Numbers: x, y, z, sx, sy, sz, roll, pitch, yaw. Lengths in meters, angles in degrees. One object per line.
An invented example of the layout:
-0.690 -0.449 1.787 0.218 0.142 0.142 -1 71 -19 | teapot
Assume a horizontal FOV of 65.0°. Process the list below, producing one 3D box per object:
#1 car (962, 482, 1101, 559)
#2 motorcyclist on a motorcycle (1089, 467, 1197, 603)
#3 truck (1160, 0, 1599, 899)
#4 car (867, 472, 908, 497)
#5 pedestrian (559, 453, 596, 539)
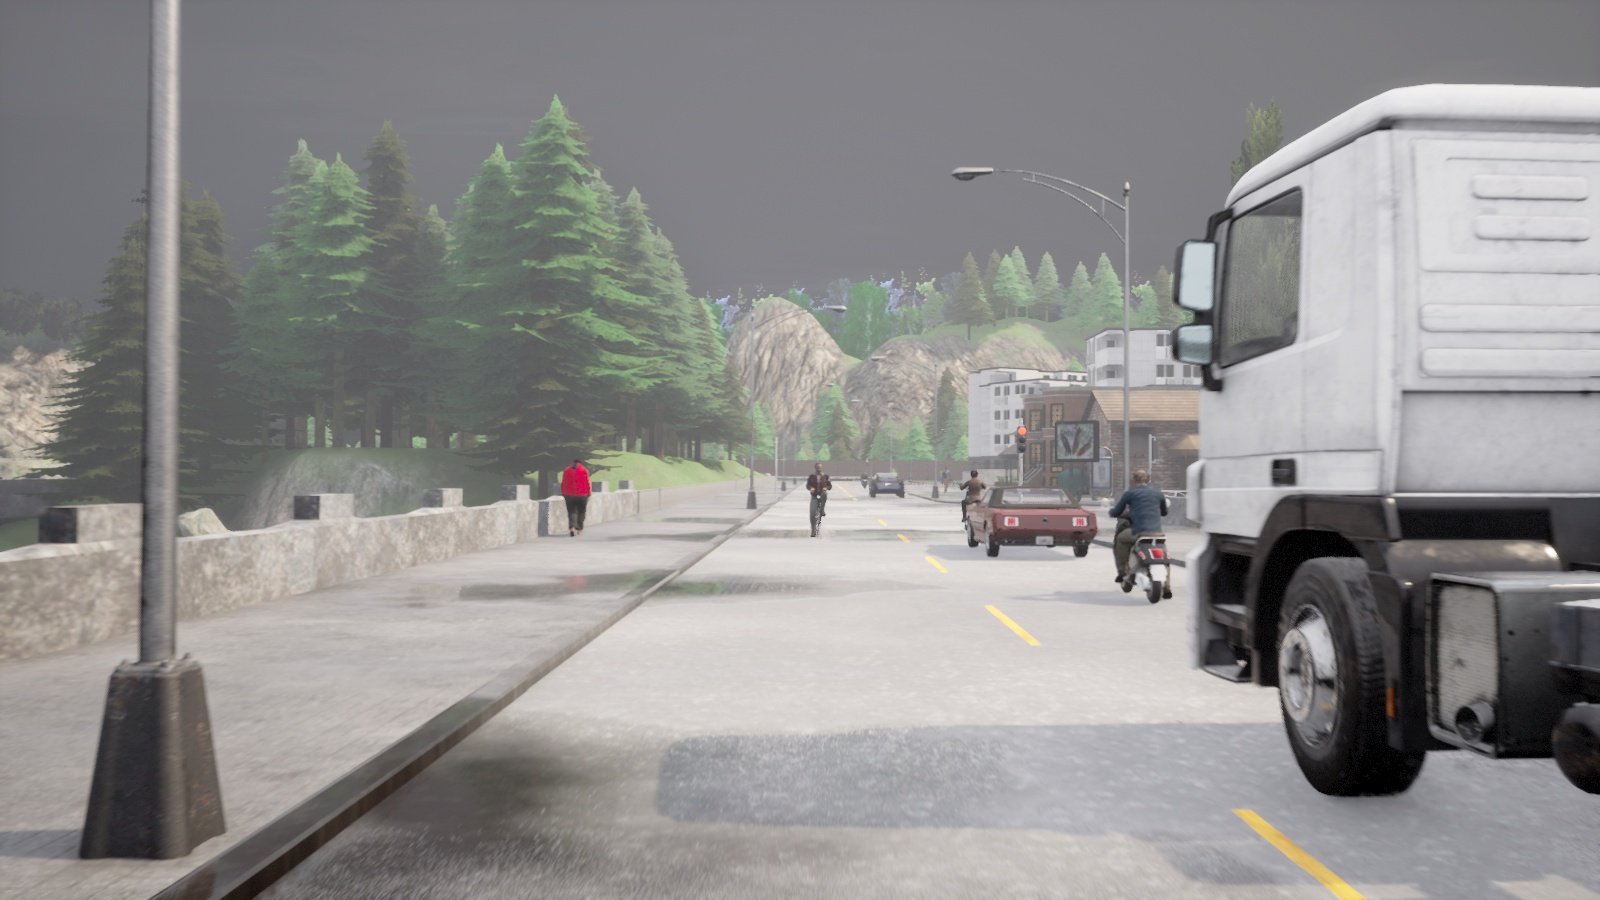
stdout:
4.370 1.304 24.426 1.895 1.301 4.718 0 -1 1 | car
4.223 1.011 15.602 0.866 1.590 1.817 0 -1 1 | motorcyclist on a motorcycle
4.049 -0.116 4.085 2.891 3.462 7.936 0 -1 -5 | truck
5.216 2.049 75.374 2.163 1.488 4.792 0 -1 1 | car
-4.889 1.004 27.639 0.634 1.844 0.899 0 -1 1 | pedestrian
